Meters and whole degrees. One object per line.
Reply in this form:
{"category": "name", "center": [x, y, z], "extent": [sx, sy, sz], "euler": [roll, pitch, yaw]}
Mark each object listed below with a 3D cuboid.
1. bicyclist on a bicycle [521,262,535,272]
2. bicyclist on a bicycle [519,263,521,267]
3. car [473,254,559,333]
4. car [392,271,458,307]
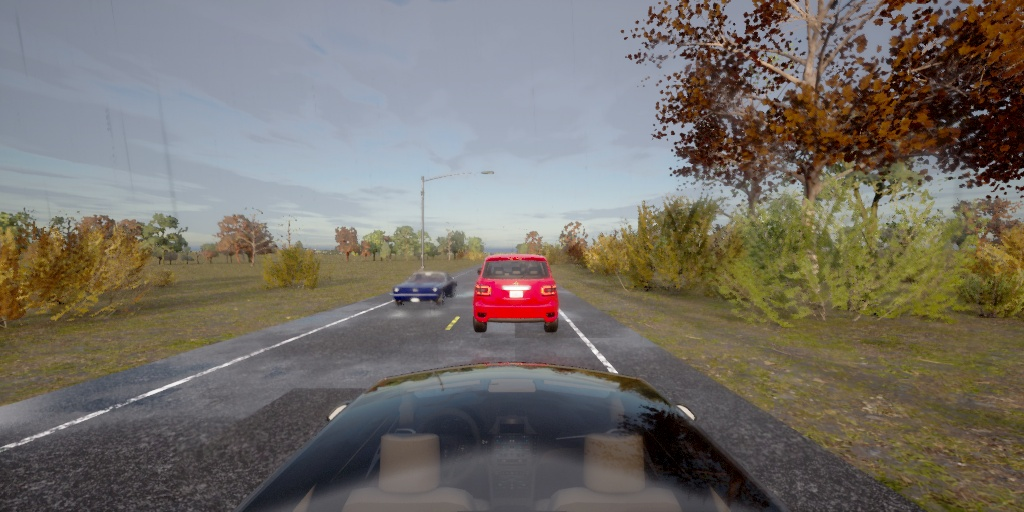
{"category": "bicyclist on a bicycle", "center": [0.935, 1.114, 18.621], "extent": [0.659, 1.776, 1.843], "euler": [0, 0, 0]}
{"category": "bicyclist on a bicycle", "center": [0.891, 1.111, 28.634], "extent": [0.659, 1.776, 1.843], "euler": [0, 0, 0]}
{"category": "car", "center": [0.087, 0.968, 10.915], "extent": [2.150, 2.045, 5.566], "euler": [0, 0, 0]}
{"category": "car", "center": [-3.622, 1.346, 15.628], "extent": [1.895, 1.301, 4.718], "euler": [0, 0, 0]}
